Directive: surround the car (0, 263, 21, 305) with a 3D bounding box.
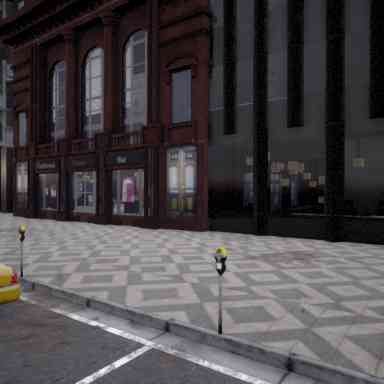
[{"bbox_3d":[-5.372,1.525,6.788,4.829,1.417,1.752,0,0,35],"label":"car"}]
